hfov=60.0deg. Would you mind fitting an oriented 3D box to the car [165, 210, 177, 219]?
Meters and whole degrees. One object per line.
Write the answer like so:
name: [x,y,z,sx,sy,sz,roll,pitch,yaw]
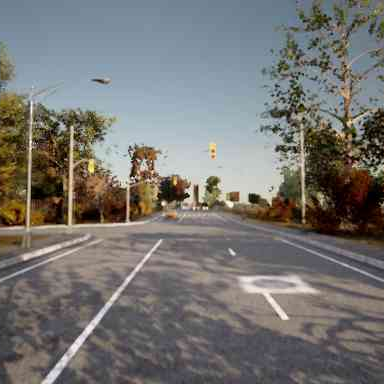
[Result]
car: [-3.555,3.858,57.575,1.882,1.535,5.008,0,-2,0]
